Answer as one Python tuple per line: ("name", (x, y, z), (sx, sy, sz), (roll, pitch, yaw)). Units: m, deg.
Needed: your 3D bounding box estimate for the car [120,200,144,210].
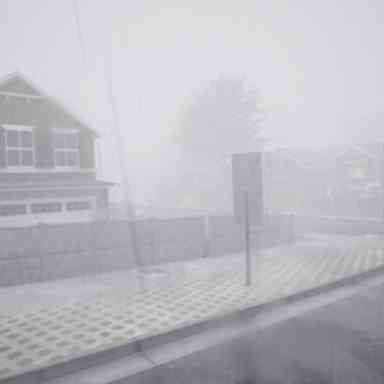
("car", (-8.429, 1.796, 45.980), (2.033, 1.411, 5.357), (-3, 1, -32))
